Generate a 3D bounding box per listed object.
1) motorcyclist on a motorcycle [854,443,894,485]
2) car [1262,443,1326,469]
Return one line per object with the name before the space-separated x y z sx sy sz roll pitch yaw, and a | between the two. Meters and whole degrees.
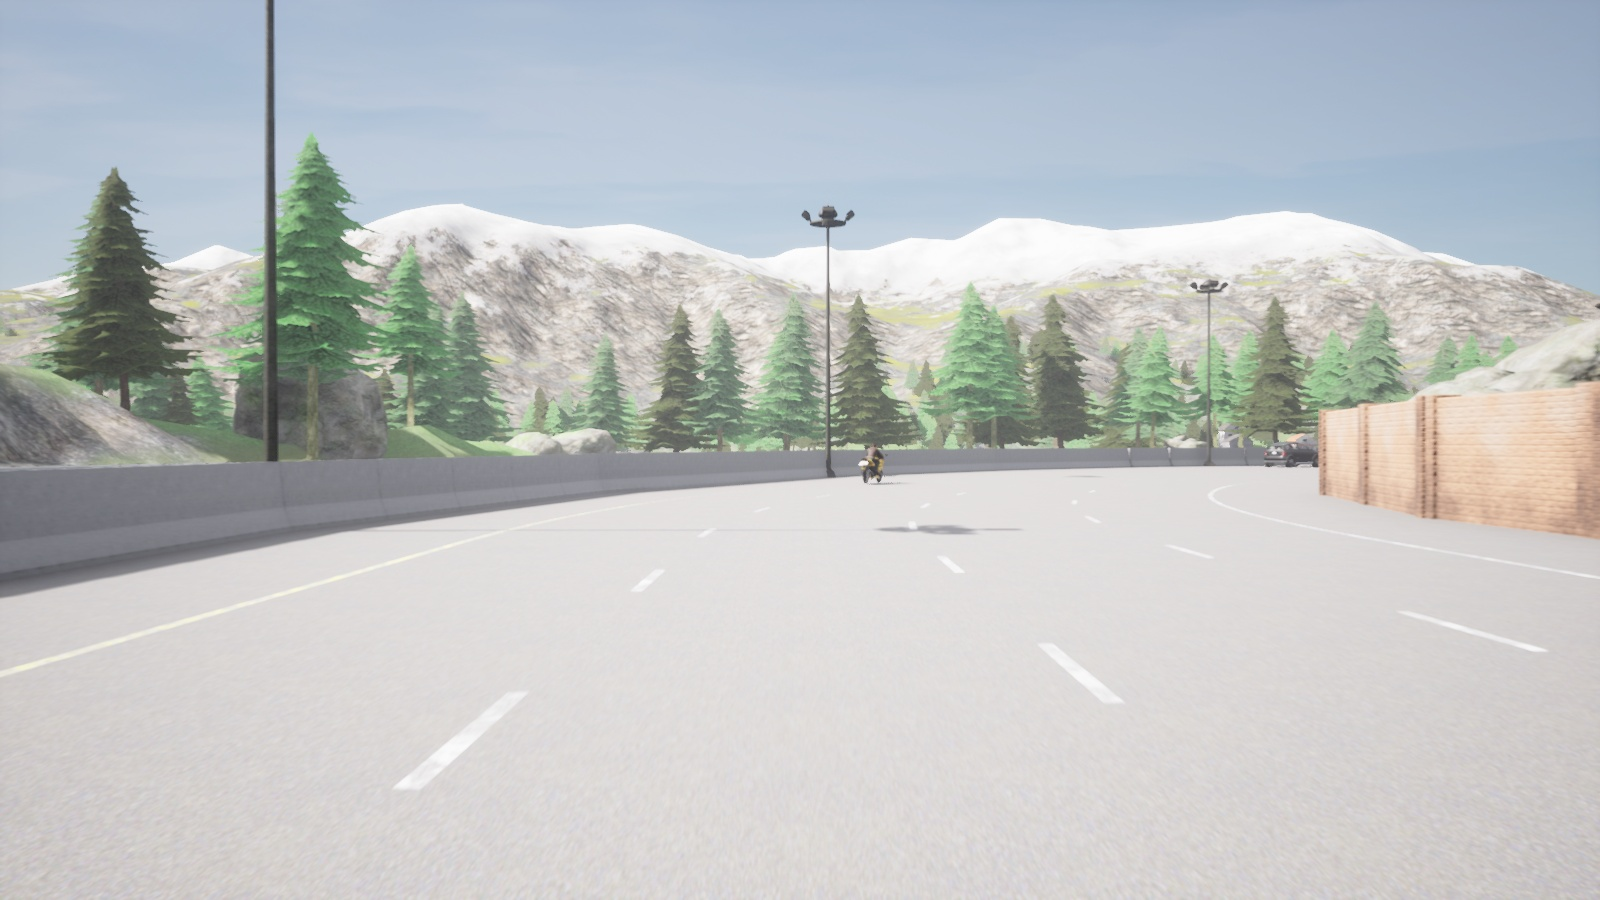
motorcyclist on a motorcycle | 2.753 0.493 46.434 0.797 1.523 2.044 1 1 24
car | 30.428 0.351 77.280 3.705 1.549 1.789 0 0 -31
